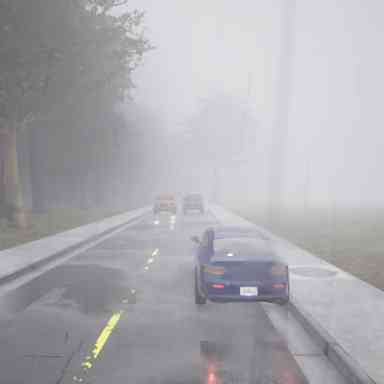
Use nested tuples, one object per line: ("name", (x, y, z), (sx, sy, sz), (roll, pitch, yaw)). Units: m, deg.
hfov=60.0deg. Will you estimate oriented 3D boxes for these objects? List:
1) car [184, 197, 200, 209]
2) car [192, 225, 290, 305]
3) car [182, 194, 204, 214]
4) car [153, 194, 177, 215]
("car", (0.087, 1.493, 46.478), (2.128, 1.511, 4.902), (0, 0, 1))
("car", (0.973, 1.526, 7.978), (1.812, 1.442, 4.674), (0, 0, 0))
("car", (0.116, 1.222, 35.902), (2.150, 2.045, 5.566), (0, 0, 0))
("car", (-2.709, 1.222, 34.317), (2.150, 2.045, 5.566), (0, 0, 0))
